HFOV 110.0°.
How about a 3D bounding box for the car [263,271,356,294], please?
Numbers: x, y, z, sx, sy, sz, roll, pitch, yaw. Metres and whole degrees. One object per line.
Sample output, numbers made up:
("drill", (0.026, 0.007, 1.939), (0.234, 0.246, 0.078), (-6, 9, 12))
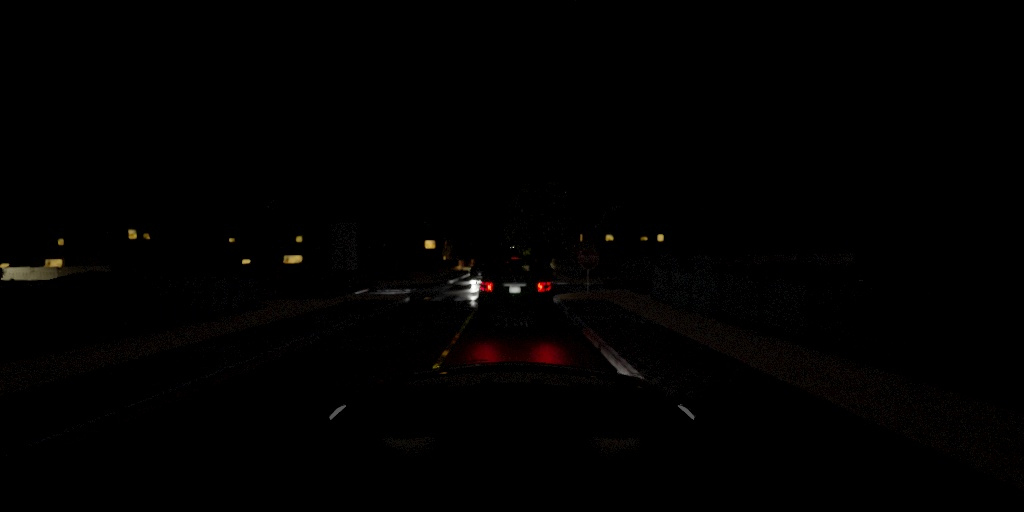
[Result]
("car", (-12.098, 1.582, 21.756), (4.718, 1.301, 1.895), (-1, 2, -3))

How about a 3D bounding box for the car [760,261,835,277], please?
("car", (17.155, 1.060, 21.952), (5.008, 1.535, 1.882), (-1, 2, 1))

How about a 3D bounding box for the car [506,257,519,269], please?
("car", (0.024, 1.160, 62.719), (2.150, 2.045, 5.566), (0, 0, 0))

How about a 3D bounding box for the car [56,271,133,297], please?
("car", (-24.692, 1.670, 21.577), (4.892, 1.490, 1.837), (-1, 2, 0))

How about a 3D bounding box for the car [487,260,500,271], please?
("car", (-2.796, 1.426, 54.771), (1.812, 1.442, 4.674), (0, 0, 0))

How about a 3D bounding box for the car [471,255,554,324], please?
("car", (0.224, 0.987, 12.176), (2.150, 2.045, 5.566), (0, 0, 3))
